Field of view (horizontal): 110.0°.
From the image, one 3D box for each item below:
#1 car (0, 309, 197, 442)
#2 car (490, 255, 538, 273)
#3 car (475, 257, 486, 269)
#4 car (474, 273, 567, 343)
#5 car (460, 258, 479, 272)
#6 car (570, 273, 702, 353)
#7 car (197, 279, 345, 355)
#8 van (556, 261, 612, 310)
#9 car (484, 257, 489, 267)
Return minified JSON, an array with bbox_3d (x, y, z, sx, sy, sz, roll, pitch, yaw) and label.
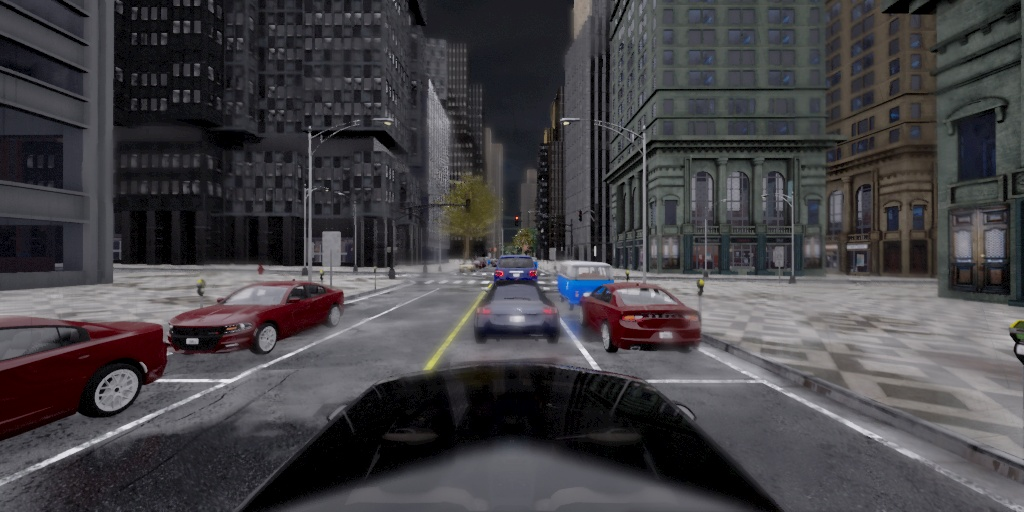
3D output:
[{"bbox_3d":[-5.776,1.295,3.196,1.888,1.381,4.507,0,0,0],"label":"car"},{"bbox_3d":[0.139,0.975,19.066,2.150,2.045,5.566,0,0,-1],"label":"car"},{"bbox_3d":[-5.702,1.326,57.394,1.888,1.381,4.507,0,0,0],"label":"car"},{"bbox_3d":[0.110,1.315,9.653,1.994,1.385,4.181,0,0,0],"label":"car"},{"bbox_3d":[-5.720,1.297,46.644,1.751,1.417,4.829,0,0,0],"label":"car"},{"bbox_3d":[2.784,1.296,8.694,1.888,1.381,4.507,0,0,0],"label":"car"},{"bbox_3d":[-5.772,1.296,8.721,1.888,1.381,4.507,0,0,0],"label":"car"},{"bbox_3d":[2.790,1.093,14.219,1.690,1.789,3.998,0,0,0],"label":"van"},{"bbox_3d":[-5.697,1.102,62.683,2.192,1.841,5.009,0,0,0],"label":"car"}]
